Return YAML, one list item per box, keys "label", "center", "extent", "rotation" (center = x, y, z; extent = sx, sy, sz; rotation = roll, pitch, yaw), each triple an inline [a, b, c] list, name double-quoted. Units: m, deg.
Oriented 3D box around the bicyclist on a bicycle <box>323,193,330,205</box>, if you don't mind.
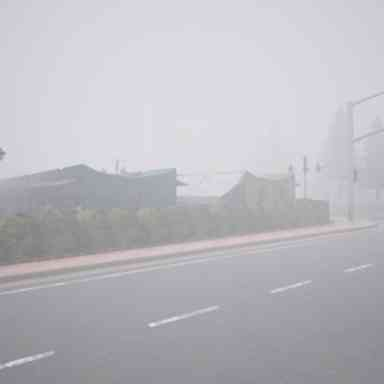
- label: "bicyclist on a bicycle"
  center: [17.948, 0.918, 44.310]
  extent: [1.656, 1.620, 0.582]
  rotation: [-1, 1, -37]
